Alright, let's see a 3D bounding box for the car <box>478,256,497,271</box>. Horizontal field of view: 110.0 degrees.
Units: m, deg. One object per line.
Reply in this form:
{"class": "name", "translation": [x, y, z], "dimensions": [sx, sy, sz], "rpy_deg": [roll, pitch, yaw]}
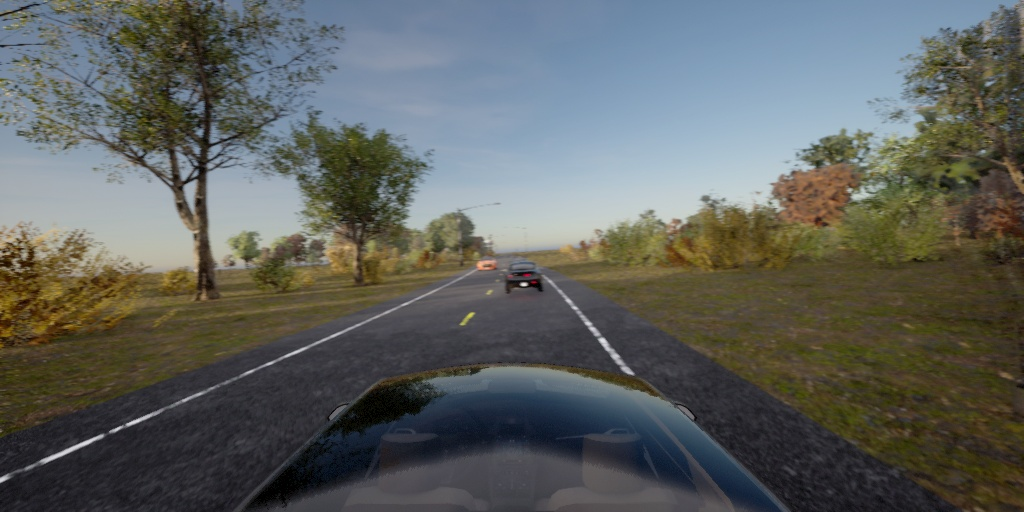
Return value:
{"class": "car", "translation": [-2.918, 0.831, 43.365], "dimensions": [2.097, 1.767, 4.553], "rpy_deg": [-4, 1, -1]}

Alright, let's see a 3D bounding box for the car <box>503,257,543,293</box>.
{"class": "car", "translation": [0.607, 1.032, 19.131], "dimensions": [1.837, 1.490, 4.892], "rpy_deg": [-4, 1, 2]}
